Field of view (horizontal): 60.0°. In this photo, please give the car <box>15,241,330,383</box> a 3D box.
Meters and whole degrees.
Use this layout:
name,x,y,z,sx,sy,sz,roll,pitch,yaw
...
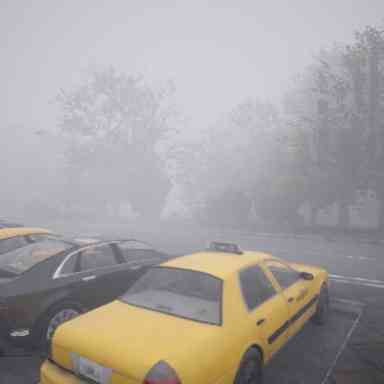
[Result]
name,x,y,z,sx,sy,sz,roll,pitch,yaw
car,0.621,1.505,4.932,1.946,1.575,5.366,-1,-1,35

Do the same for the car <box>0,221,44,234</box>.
name,x,y,z,sx,sy,sz,roll,pitch,yaw
car,-4.003,1.593,7.991,2.097,1.535,5.008,-1,-1,35

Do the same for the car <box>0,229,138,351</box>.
name,x,y,z,sx,sy,sz,roll,pitch,yaw
car,-1.745,1.547,6.383,2.231,1.521,4.892,-1,-1,35
